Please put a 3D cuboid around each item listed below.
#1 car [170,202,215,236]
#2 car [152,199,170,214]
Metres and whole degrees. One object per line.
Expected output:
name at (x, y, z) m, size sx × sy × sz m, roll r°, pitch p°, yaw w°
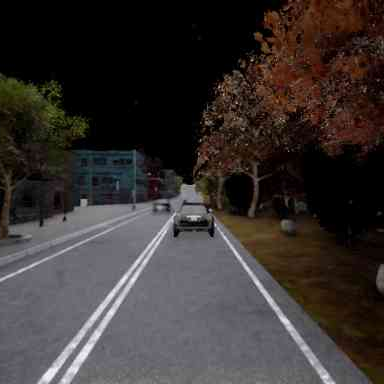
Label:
car at (0.095, 1.356, 18.539) m, size 2.097 × 1.767 × 4.553 m, roll 0°, pitch 0°, yaw 0°
car at (-3.328, 1.572, 37.189) m, size 2.128 × 1.511 × 4.902 m, roll 0°, pitch 0°, yaw 0°
